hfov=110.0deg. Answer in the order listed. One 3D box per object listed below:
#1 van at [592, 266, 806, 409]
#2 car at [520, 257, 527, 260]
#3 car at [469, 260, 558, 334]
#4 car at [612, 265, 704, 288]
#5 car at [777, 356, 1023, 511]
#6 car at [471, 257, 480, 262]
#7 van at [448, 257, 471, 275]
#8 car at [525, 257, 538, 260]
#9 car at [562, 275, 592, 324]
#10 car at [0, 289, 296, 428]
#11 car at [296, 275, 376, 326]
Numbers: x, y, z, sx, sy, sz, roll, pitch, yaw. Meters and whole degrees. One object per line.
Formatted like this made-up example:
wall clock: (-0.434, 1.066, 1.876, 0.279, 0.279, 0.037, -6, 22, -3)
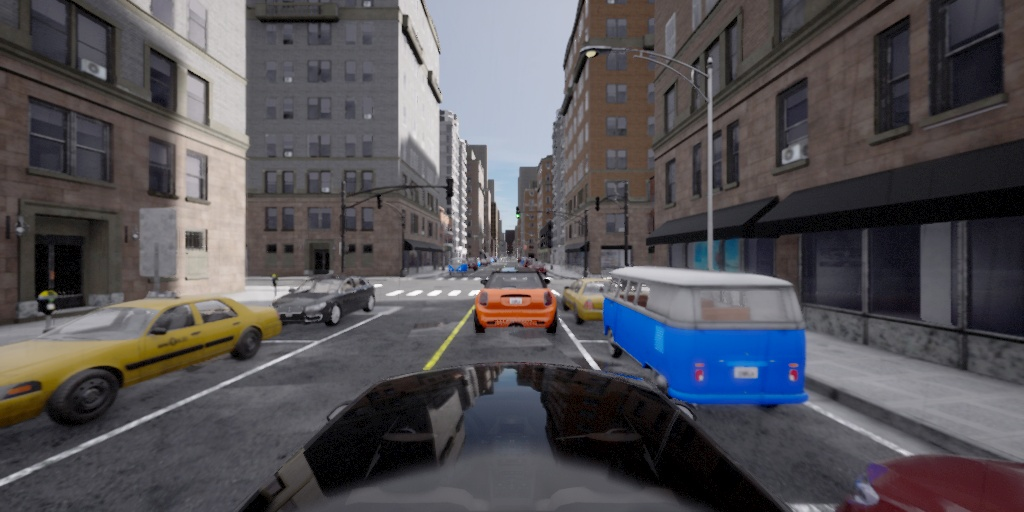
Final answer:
van: (2.669, 1.097, 5.937, 1.690, 1.789, 3.998, 0, 0, 0)
car: (2.683, 1.126, 49.972, 2.192, 1.841, 5.009, 0, 0, 0)
car: (0.097, 1.114, 10.818, 2.097, 1.767, 4.553, 0, 0, 0)
car: (9.700, 1.348, 24.139, 5.357, 1.411, 2.033, 0, 0, 0)
car: (2.668, 1.329, 0.267, 1.802, 1.307, 4.207, 0, 0, 0)
car: (-5.842, 1.126, 49.960, 2.192, 1.841, 5.009, 0, 0, 0)
van: (-5.846, 1.141, 38.787, 1.690, 1.789, 3.998, 0, 0, 0)
car: (2.680, 1.240, 38.802, 1.967, 1.591, 4.097, 0, 0, 0)
car: (2.671, 1.289, 11.776, 1.751, 1.417, 4.829, 0, 0, 0)
car: (-5.856, 1.282, 5.754, 1.751, 1.417, 4.829, 0, 0, 0)
car: (-5.854, 1.314, 11.591, 2.007, 1.370, 4.403, 0, 0, 0)
